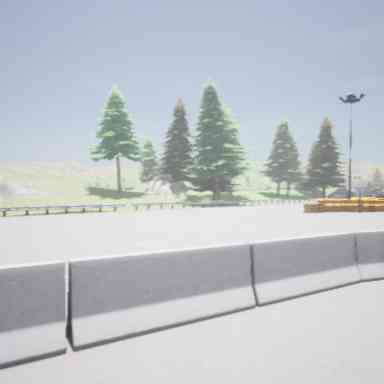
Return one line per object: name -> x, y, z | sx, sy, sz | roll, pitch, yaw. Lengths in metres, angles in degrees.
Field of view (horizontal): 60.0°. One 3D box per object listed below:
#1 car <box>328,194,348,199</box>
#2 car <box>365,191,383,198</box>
car -> 22.522, 1.068, 50.960 | 4.902, 1.511, 2.128 | 0, 1, -43
car -> 34.021, 0.809, 61.105 | 5.566, 2.045, 2.150 | 0, 1, -39
